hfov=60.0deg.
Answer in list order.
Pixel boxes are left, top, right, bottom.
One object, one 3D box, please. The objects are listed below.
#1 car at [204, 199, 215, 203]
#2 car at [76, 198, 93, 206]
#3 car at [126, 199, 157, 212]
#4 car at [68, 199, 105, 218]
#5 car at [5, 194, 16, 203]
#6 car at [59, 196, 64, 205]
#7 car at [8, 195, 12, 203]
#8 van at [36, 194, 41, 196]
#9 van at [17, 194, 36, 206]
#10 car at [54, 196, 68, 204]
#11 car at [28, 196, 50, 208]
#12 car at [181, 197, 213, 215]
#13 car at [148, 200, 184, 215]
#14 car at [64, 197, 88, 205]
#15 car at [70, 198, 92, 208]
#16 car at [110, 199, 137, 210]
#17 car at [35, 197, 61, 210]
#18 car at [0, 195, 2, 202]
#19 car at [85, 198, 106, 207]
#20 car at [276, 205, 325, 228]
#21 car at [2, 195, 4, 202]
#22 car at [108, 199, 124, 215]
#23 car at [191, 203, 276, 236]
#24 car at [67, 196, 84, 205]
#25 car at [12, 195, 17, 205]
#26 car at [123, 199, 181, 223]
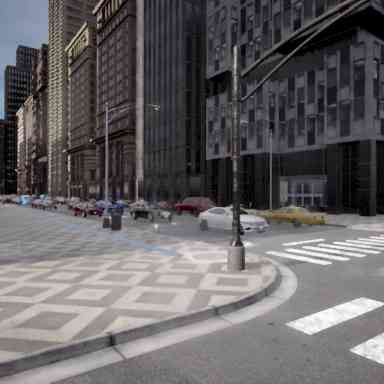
[{"bbox_3d":[3.410,1.593,27.386,1.752,1.417,4.829,0,0,-35],"label":"car"},{"bbox_3d":[-19.149,1.759,59.251,1.802,1.307,4.206,0,0,-35],"label":"car"},{"bbox_3d":[-6.300,1.639,41.102,1.752,1.417,4.829,0,0,-35],"label":"car"},{"bbox_3d":[-9.913,1.612,31.451,1.887,1.381,4.507,0,0,-35],"label":"car"},{"bbox_3d":[-39.045,1.530,72.602,2.192,1.841,5.009,0,0,-35],"label":"car"},{"bbox_3d":[-23.536,1.780,60.842,1.895,1.301,4.718,0,0,-36],"label":"car"},{"bbox_3d":[-35.808,1.779,68.029,1.802,1.307,4.206,0,0,-35],"label":"car"},{"bbox_3d":[-38.569,1.622,86.684,1.690,1.788,3.998,0,0,-35],"label":"van"},{"bbox_3d":[-29.335,1.505,58.885,1.690,1.788,3.998,0,0,-35],"label":"van"},{"bbox_3d":[-28.859,1.668,72.967,1.967,1.590,4.097,0,0,-35],"label":"car"},{"bbox_3d":[-22.860,1.712,49.740,1.802,1.307,4.206,0,0,-35],"label":"car"},{"bbox_3d":[0.271,1.397,31.819,2.192,1.841,5.009,0,0,-35],"label":"car"},{"bbox_3d":[-2.965,1.642,36.391,1.887,1.381,4.507,0,0,-35],"label":"car"},{"bbox_3d":[-14.447,1.673,42.530,1.994,1.385,4.181,0,0,-37],"label":"car"},{"bbox_3d":[-17.517,1.653,52.343,1.837,1.490,4.892,0,0,-35],"label":"car"},{"bbox_3d":[-9.439,1.679,45.535,2.008,1.369,4.403,0,0,-35],"label":"car"},{"bbox_3d":[-19.624,1.696,45.168,1.802,1.307,4.206,0,0,-35],"label":"car"},{"bbox_3d":[-45.519,1.690,81.746,1.967,1.590,4.097,0,0,-35],"label":"car"},{"bbox_3d":[-15.912,1.727,54.679,1.947,1.339,4.313,0,0,-35],"label":"car"},{"bbox_3d":[6.647,1.578,22.814,1.752,1.417,4.829,0,0,-35],"label":"car"},{"bbox_3d":[-42.282,1.814,77.174,1.802,1.307,4.206,0,0,-35],"label":"car"},{"bbox_3d":[-8.756,1.559,34.444,1.882,1.535,5.008,0,0,-35],"label":"car"},{"bbox_3d":[2.182,1.555,18.944,1.812,1.442,4.674,0,0,-36],"label":"car"},{"bbox_3d":[-22.385,1.634,63.823,1.967,1.590,4.097,0,0,-35],"label":"car"},{"bbox_3d":[-32.473,1.705,63.318,1.752,1.417,4.829,0,0,-35],"label":"car"},{"bbox_3d":[-3.309,1.547,26.737,2.128,1.511,4.902,0,0,-35],"label":"car"}]
